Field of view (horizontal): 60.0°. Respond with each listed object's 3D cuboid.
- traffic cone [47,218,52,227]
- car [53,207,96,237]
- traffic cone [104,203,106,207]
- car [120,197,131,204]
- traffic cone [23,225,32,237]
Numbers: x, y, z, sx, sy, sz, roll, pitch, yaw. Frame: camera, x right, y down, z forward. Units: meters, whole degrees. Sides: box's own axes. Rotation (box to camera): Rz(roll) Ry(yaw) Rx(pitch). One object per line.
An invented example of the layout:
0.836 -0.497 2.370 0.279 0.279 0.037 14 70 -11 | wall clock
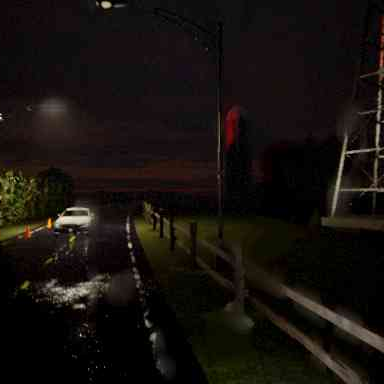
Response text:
-9.654 2.062 22.503 0.340 0.580 0.340 0 0 -11 | traffic cone
-6.478 1.613 18.798 1.812 1.442 4.674 0 0 -11 | car
-15.043 2.226 57.263 0.340 0.580 0.340 0 0 -7 | traffic cone
-13.976 1.805 70.029 1.882 1.535 5.008 0 0 -5 | car
-8.675 2.039 17.572 0.340 0.580 0.340 0 0 -12 | traffic cone
